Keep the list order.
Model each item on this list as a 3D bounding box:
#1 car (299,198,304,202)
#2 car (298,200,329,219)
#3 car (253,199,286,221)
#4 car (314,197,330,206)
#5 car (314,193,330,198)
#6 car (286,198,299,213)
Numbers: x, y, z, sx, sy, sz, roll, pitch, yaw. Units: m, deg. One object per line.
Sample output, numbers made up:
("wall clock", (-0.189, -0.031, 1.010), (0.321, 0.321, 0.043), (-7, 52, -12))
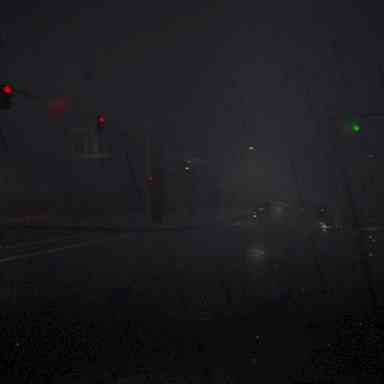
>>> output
("car", (17.281, 1.649, 53.835), (2.033, 1.411, 5.357), (-1, 0, 23))
("car", (11.041, 1.637, 30.012), (1.895, 1.301, 4.718), (-1, 0, 23))
("car", (6.502, 1.597, 28.268), (1.837, 1.490, 4.892), (-1, 0, 23))
("car", (14.956, 1.641, 39.336), (1.895, 1.301, 4.718), (-1, 0, 23))
("car", (21.321, 1.264, 54.407), (2.150, 2.045, 5.566), (-1, -1, 23))
("car", (11.002, 1.574, 38.977), (1.882, 1.535, 5.008), (-1, 0, 23))
